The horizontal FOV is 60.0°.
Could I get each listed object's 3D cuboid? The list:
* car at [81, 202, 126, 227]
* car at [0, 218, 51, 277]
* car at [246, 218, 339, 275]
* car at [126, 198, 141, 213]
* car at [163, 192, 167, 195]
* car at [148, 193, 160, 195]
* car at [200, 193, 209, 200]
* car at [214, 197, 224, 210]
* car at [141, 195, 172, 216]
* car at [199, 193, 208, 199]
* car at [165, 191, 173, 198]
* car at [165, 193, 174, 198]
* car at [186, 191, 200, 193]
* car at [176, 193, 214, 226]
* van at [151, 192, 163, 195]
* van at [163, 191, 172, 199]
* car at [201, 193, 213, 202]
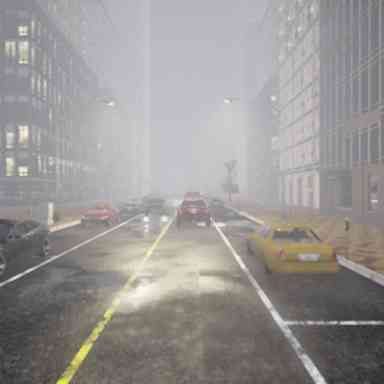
[{"bbox_3d":[-5.692,1.417,21.198,1.802,1.307,4.206,0,0,0],"label":"car"},{"bbox_3d":[-5.690,1.490,9.815,1.947,1.339,4.313,0,0,0],"label":"car"},{"bbox_3d":[2.691,1.448,9.974,1.752,1.417,4.829,0,0,0],"label":"car"},{"bbox_3d":[-5.695,1.295,32.583,2.008,1.369,4.403,0,0,0],"label":"car"},{"bbox_3d":[-5.700,1.140,55.352,1.802,1.307,4.206,0,0,0],"label":"car"},{"bbox_3d":[-5.697,1.196,43.967,1.887,1.381,4.507,0,0,0],"label":"car"},{"bbox_3d":[2.676,0.996,72.415,1.802,1.307,4.206,0,0,0],"label":"car"},{"bbox_3d":[2.684,1.264,38.265,1.947,1.339,4.313,0,0,0],"label":"car"},{"bbox_3d":[-3.095,1.270,29.815,1.837,1.490,4.892,0,1,0],"label":"car"},{"bbox_3d":[2.675,0.889,78.276,1.752,1.417,4.829,0,0,0],"label":"car"},{"bbox_3d":[-5.703,0.854,72.426,1.967,1.590,4.097,0,0,0],"label":"car"},{"bbox_3d":[-5.707,0.882,83.812,1.947,1.339,4.313,0,0,0],"label":"car"},{"bbox_3d":[0.091,0.903,40.586,2.150,2.045,5.566,0,1,0],"label":"car"},{"bbox_3d":[0.094,1.181,21.843,2.097,1.767,4.553,0,0,0],"label":"car"},{"bbox_3d":[-5.698,0.946,49.658,1.690,1.788,3.998,0,0,0],"label":"van"},{"bbox_3d":[-5.704,0.706,78.118,1.690,1.788,3.998,0,0,0],"label":"van"},{"bbox_3d":[2.680,0.950,61.030,1.967,1.590,4.097,0,0,0],"label":"car"}]
